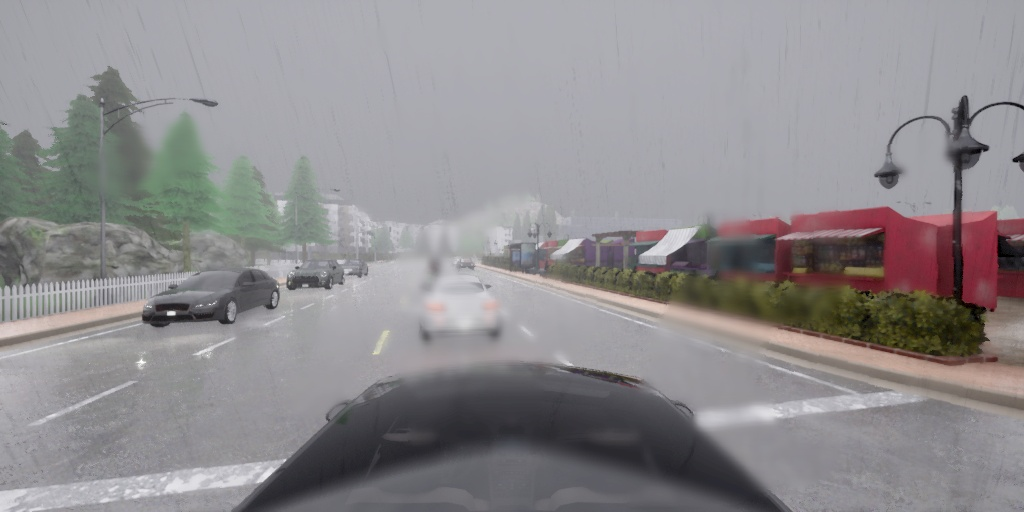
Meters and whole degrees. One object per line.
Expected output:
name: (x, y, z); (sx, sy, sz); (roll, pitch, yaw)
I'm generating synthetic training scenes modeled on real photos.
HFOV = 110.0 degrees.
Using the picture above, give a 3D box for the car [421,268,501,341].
car: (-1.468, 1.226, 9.737); (1.812, 1.442, 4.674); (0, 0, -12)

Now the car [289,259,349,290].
car: (-11.374, 0.969, 21.059); (2.097, 1.767, 4.553); (0, 0, -13)

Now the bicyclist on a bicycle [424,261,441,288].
bicyclist on a bicycle: (-4.293, 1.081, 19.589); (0.582, 1.620, 1.656); (0, 1, 25)

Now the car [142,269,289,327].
car: (-9.179, 1.192, 11.457); (1.837, 1.490, 4.892); (0, 0, -13)

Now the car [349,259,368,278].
car: (-13.564, 1.038, 30.683); (2.128, 1.511, 4.902); (0, 0, -13)

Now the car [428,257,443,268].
car: (-10.814, 0.905, 50.794); (1.837, 1.490, 4.892); (0, 0, -13)

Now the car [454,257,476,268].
car: (-5.587, 1.053, 43.729); (1.895, 1.301, 4.718); (0, 0, -13)
